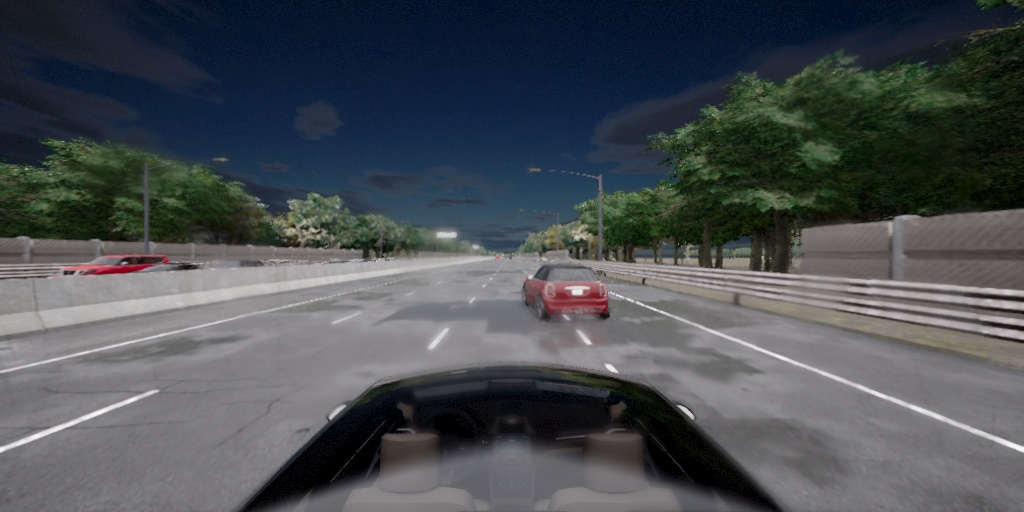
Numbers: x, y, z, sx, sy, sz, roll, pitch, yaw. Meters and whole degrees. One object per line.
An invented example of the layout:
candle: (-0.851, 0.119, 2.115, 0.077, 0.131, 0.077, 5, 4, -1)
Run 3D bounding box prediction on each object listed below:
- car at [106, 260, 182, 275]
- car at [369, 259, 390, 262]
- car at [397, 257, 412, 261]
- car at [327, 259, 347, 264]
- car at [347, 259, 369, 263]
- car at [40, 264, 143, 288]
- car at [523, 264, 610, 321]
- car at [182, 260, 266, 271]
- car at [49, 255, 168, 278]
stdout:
car: (-21.057, 1.210, 22.001, 1.837, 1.490, 4.892, 0, 0, 0)
car: (-21.164, 1.178, 58.804, 1.812, 1.442, 4.674, 0, 0, 0)
car: (-17.669, 1.004, 58.900, 2.097, 1.767, 4.553, 0, 0, 0)
car: (-28.152, 1.208, 58.576, 2.033, 1.411, 5.357, 0, 0, 0)
car: (-24.659, 1.183, 58.745, 1.812, 1.442, 4.674, 0, 0, 0)
car: (-28.041, 1.266, 24.161, 1.994, 1.385, 4.181, 0, 0, 0)
car: (1.668, 1.058, 12.499, 2.097, 1.767, 4.553, 0, 0, -6)
car: (-17.552, 1.053, 22.674, 2.097, 1.767, 4.553, 0, 0, 0)
car: (-24.551, 0.927, 22.536, 2.150, 2.045, 5.566, 0, 0, 0)
